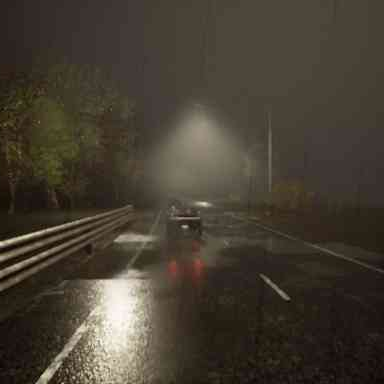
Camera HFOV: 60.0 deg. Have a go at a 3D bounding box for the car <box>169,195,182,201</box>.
[{"bbox_3d":[-2.280,1.564,46.334,1.994,1.385,4.181,0,0,-4],"label":"car"}]

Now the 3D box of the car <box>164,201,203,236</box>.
[{"bbox_3d":[-0.483,1.494,18.492,2.128,1.511,4.902,0,0,-4],"label":"car"}]

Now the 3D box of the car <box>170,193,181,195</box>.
[{"bbox_3d":[-3.667,1.485,67.796,2.128,1.511,4.902,0,0,-4],"label":"car"}]
